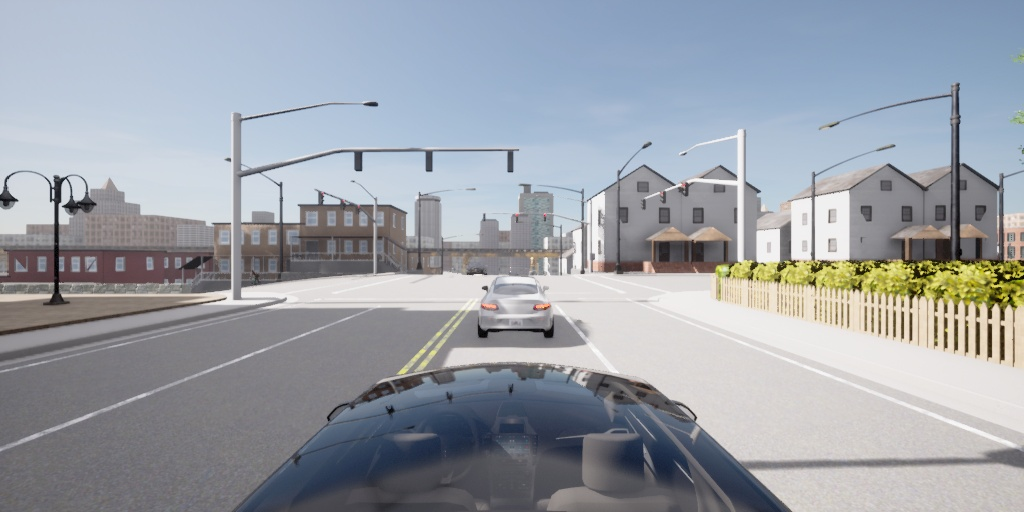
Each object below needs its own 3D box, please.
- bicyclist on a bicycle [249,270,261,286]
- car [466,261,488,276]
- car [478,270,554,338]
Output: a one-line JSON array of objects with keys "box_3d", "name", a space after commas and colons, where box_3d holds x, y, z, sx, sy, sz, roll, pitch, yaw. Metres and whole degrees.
[{"box_3d": [-25.569, 2.211, 35.648, 0.582, 1.620, 1.656, -8, 0, 0], "name": "bicyclist on a bicycle"}, {"box_3d": [-3.515, 1.285, 36.495, 1.837, 1.490, 4.892, 0, -5, 0], "name": "car"}, {"box_3d": [0.101, 1.275, 10.071, 1.812, 1.442, 4.674, 0, 0, 0], "name": "car"}]
